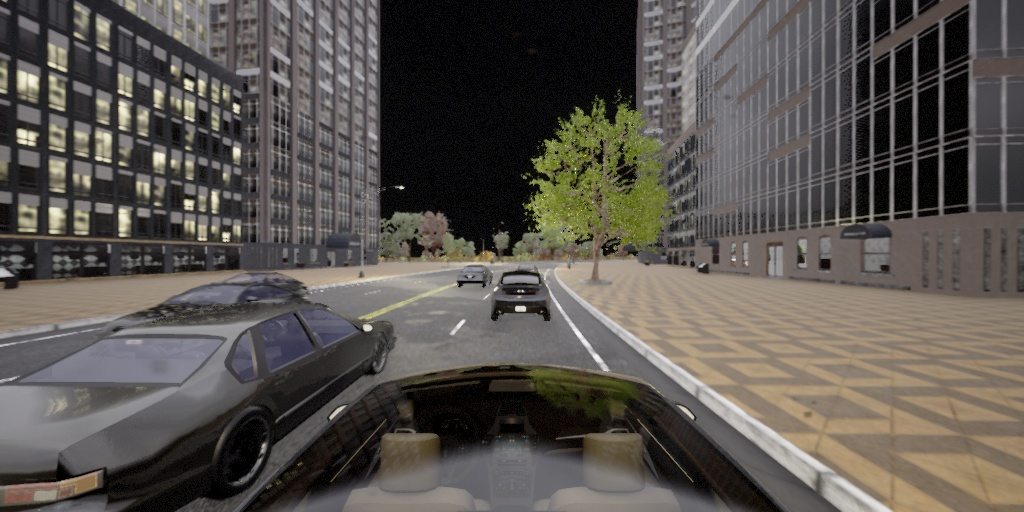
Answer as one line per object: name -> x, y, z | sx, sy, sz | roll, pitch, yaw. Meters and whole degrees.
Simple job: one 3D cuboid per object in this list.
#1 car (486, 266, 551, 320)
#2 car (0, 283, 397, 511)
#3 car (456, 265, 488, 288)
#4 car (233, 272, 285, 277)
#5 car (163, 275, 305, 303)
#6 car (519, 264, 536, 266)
car -> 0.321, 1.260, 12.633 | 1.837, 1.490, 4.892 | 0, 0, 2
car -> -3.118, 1.296, 4.386 | 2.033, 1.411, 5.357 | 0, 0, 1
car -> -2.399, 1.308, 24.206 | 2.033, 1.411, 5.357 | 0, 0, 4
car -> -9.580, 1.310, 13.400 | 1.994, 1.385, 4.181 | 0, 0, 2
car -> -6.480, 1.310, 8.181 | 1.994, 1.385, 4.181 | 0, 0, 1
car -> 1.370, 1.372, 31.097 | 1.895, 1.301, 4.718 | 0, 0, 5
